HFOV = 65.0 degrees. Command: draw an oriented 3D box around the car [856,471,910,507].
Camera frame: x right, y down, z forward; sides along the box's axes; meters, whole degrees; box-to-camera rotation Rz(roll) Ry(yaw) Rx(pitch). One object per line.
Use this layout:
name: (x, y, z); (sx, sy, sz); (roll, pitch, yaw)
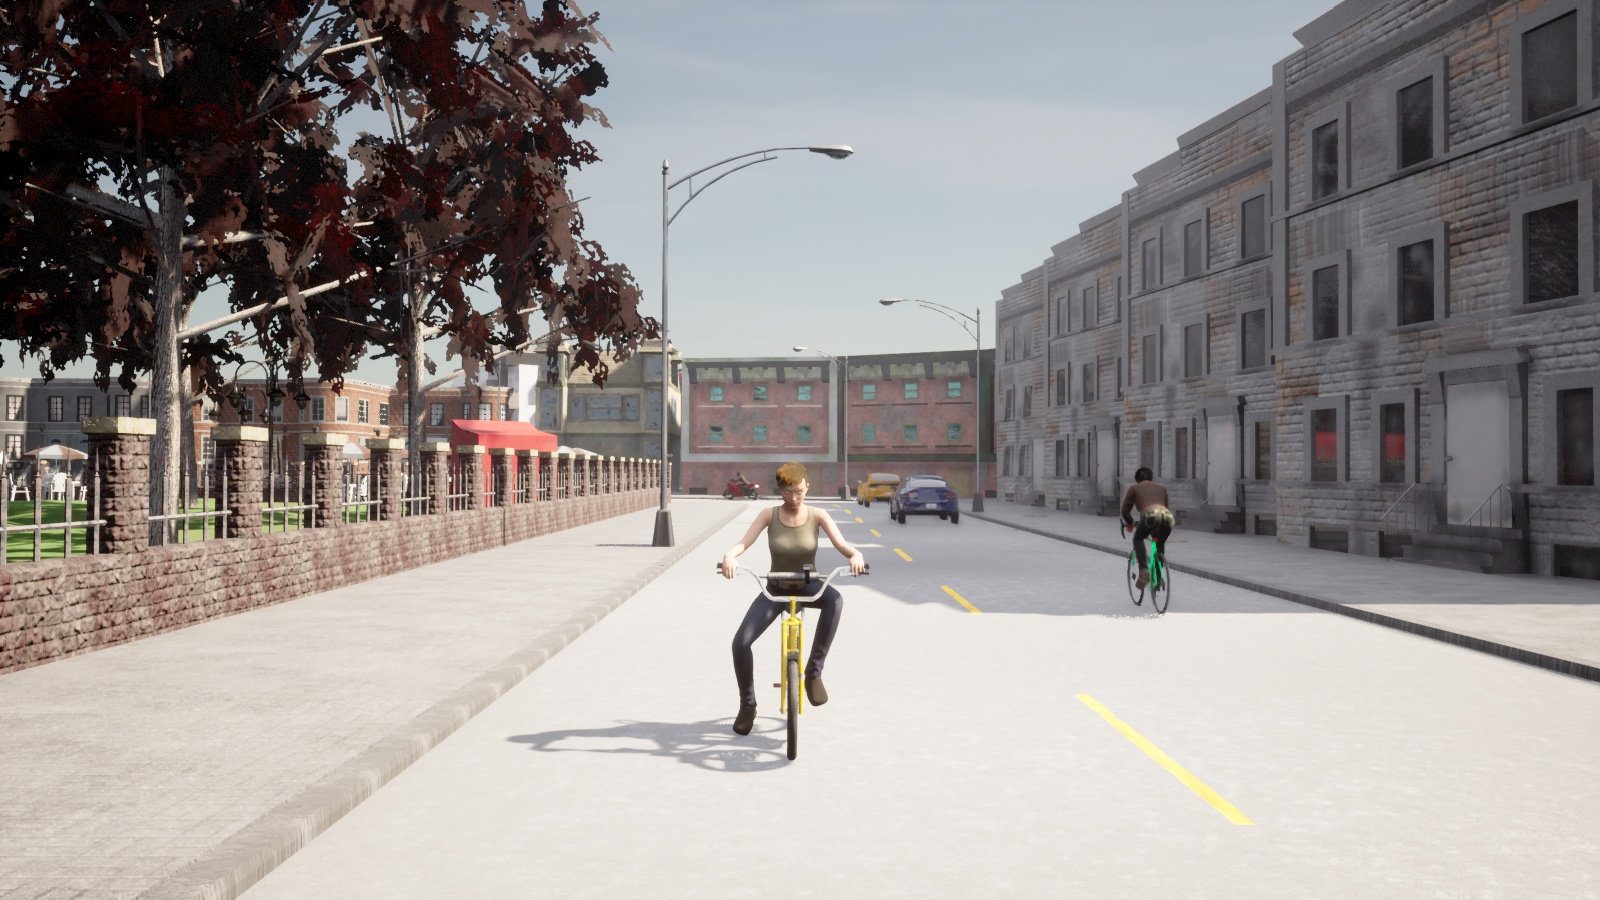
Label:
car: (3.686, 1.726, 56.574); (1.882, 1.535, 5.008); (0, -1, -3)

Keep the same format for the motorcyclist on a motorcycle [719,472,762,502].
motorcyclist on a motorcycle: (-3.111, 1.911, 65.677); (2.044, 1.523, 0.797); (-1, 0, 23)

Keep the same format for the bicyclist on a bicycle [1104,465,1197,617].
bicyclist on a bicycle: (3.955, 0.991, 14.287); (0.582, 1.620, 1.656); (0, -1, 0)

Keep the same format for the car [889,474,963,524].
car: (3.855, 1.482, 39.211); (1.812, 1.442, 4.674); (0, -1, 0)

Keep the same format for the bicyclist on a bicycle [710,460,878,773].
bicyclist on a bicycle: (-0.034, 0.873, 7.262); (0.866, 1.612, 1.509); (0, -1, 0)

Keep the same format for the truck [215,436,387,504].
truck: (-26.305, 1.051, 66.468); (7.936, 3.462, 2.891); (0, -1, 0)
